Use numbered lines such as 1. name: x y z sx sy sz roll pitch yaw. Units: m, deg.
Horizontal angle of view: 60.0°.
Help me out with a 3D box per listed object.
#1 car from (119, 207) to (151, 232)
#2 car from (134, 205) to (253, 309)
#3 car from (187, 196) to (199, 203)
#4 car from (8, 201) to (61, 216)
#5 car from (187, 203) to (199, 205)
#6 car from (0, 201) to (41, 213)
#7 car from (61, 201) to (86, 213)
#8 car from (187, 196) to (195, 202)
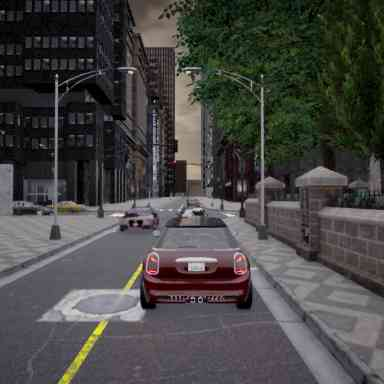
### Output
1. car: -3.056 1.583 20.029 1.994 1.385 4.181 0 0 0
2. car: 0.075 1.357 8.046 2.097 1.767 4.553 0 0 0
3. car: 0.113 1.585 52.608 2.128 1.511 4.902 0 0 -2
4. car: -14.725 1.518 30.088 4.403 1.369 2.008 0 -1 0
5. car: 0.045 1.542 18.172 1.812 1.442 4.674 0 0 0
6. car: -20.225 1.709 38.625 4.403 1.369 2.008 0 -1 0
7. car: -14.882 1.677 38.612 4.829 1.417 1.752 0 -1 0
8. car: -0.255 1.772 87.166 2.033 1.411 5.357 0 0 0
